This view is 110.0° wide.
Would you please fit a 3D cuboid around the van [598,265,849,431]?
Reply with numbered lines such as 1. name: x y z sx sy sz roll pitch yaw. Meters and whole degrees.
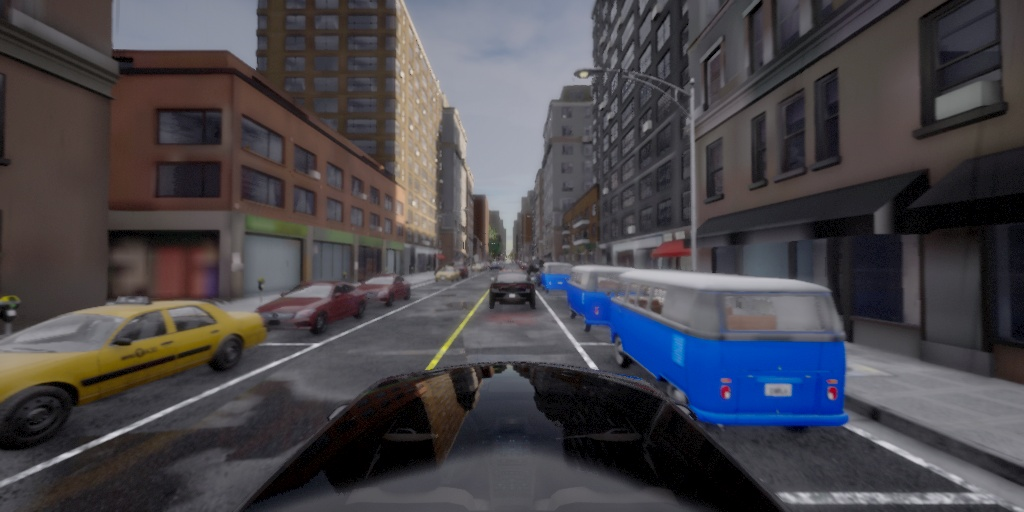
1. van: 2.677 1.130 5.455 1.690 1.789 3.998 0 0 0

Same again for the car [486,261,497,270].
1. car: -3.017 2.028 63.987 1.895 1.301 4.718 0 -1 1

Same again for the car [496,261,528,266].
1. car: 0.026 1.401 30.289 2.097 1.767 4.553 0 -1 0

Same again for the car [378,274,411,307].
1. car: -5.854 1.485 16.416 1.802 1.307 4.207 0 0 0

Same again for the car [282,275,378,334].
1. car: -5.855 1.427 10.924 1.802 1.307 4.207 0 0 0

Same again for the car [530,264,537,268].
1. car: 2.679 1.570 27.420 2.007 1.370 4.403 0 0 0

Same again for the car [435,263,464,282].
1. car: -5.851 1.603 32.725 1.751 1.417 4.829 0 0 0

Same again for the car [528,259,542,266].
1. car: 3.114 1.448 46.520 2.150 2.045 5.566 0 -1 0

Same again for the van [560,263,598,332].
1. van: 2.678 1.186 10.946 1.690 1.789 3.998 0 0 0

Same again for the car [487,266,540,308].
1. car: 0.031 1.377 16.114 1.882 1.535 5.008 0 0 0

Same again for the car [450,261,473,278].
1. car: -5.850 1.452 38.387 2.192 1.841 5.009 0 0 0

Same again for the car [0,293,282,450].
1. car: -5.856 1.314 5.261 1.751 1.417 4.829 0 0 0

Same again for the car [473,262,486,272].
1. car: -5.847 1.910 60.187 1.751 1.417 4.829 0 0 0

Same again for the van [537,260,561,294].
1. van: 2.679 1.302 21.929 1.690 1.789 3.998 0 0 0
